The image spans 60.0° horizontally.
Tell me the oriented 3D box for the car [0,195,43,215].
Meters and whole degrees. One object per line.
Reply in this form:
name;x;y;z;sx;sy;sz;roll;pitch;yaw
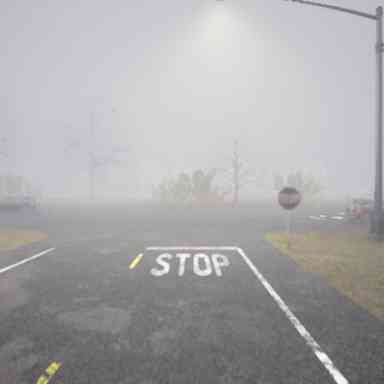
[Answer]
car;-15.777;1.053;29.303;4.553;1.767;2.097;0;1;-2

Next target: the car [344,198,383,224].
car;13.126;1.231;23.051;4.553;1.767;2.097;0;1;-2
